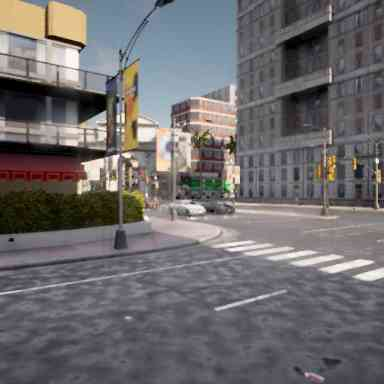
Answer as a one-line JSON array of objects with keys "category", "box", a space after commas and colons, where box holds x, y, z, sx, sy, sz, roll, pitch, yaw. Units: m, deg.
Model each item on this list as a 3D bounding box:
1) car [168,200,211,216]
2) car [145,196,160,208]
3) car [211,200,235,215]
[{"category": "car", "box": [-0.577, 1.517, 32.160, 1.812, 1.442, 4.674, 0, 0, -35]}, {"category": "car", "box": [-6.299, 1.353, 46.478, 2.097, 1.767, 4.553, 0, 0, -35]}, {"category": "car", "box": [2.494, 1.553, 33.881, 1.994, 1.385, 4.181, 0, 0, -35]}]
